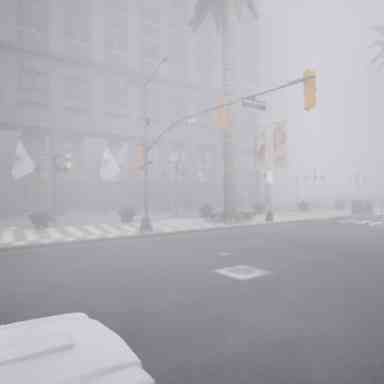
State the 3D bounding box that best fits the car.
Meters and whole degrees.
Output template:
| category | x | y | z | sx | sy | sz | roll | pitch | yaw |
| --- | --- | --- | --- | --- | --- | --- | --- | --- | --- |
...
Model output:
| category | x | y | z | sx | sy | sz | roll | pitch | yaw |
| --- | --- | --- | --- | --- | --- | --- | --- | --- | --- |
| car | -2.531 | 1.609 | 1.958 | 4.718 | 1.301 | 1.895 | -1 | 0 | -35 |
